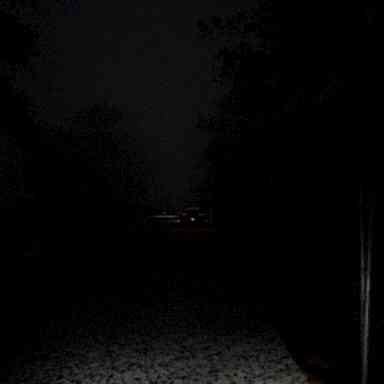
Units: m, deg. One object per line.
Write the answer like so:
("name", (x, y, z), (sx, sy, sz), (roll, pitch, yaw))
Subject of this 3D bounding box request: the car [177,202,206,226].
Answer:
("car", (0.048, 1.681, 24.603), (1.812, 1.442, 4.674), (0, -1, 0))

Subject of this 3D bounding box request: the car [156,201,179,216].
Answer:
("car", (-2.964, 1.922, 38.303), (2.033, 1.411, 5.357), (0, -1, 0))
